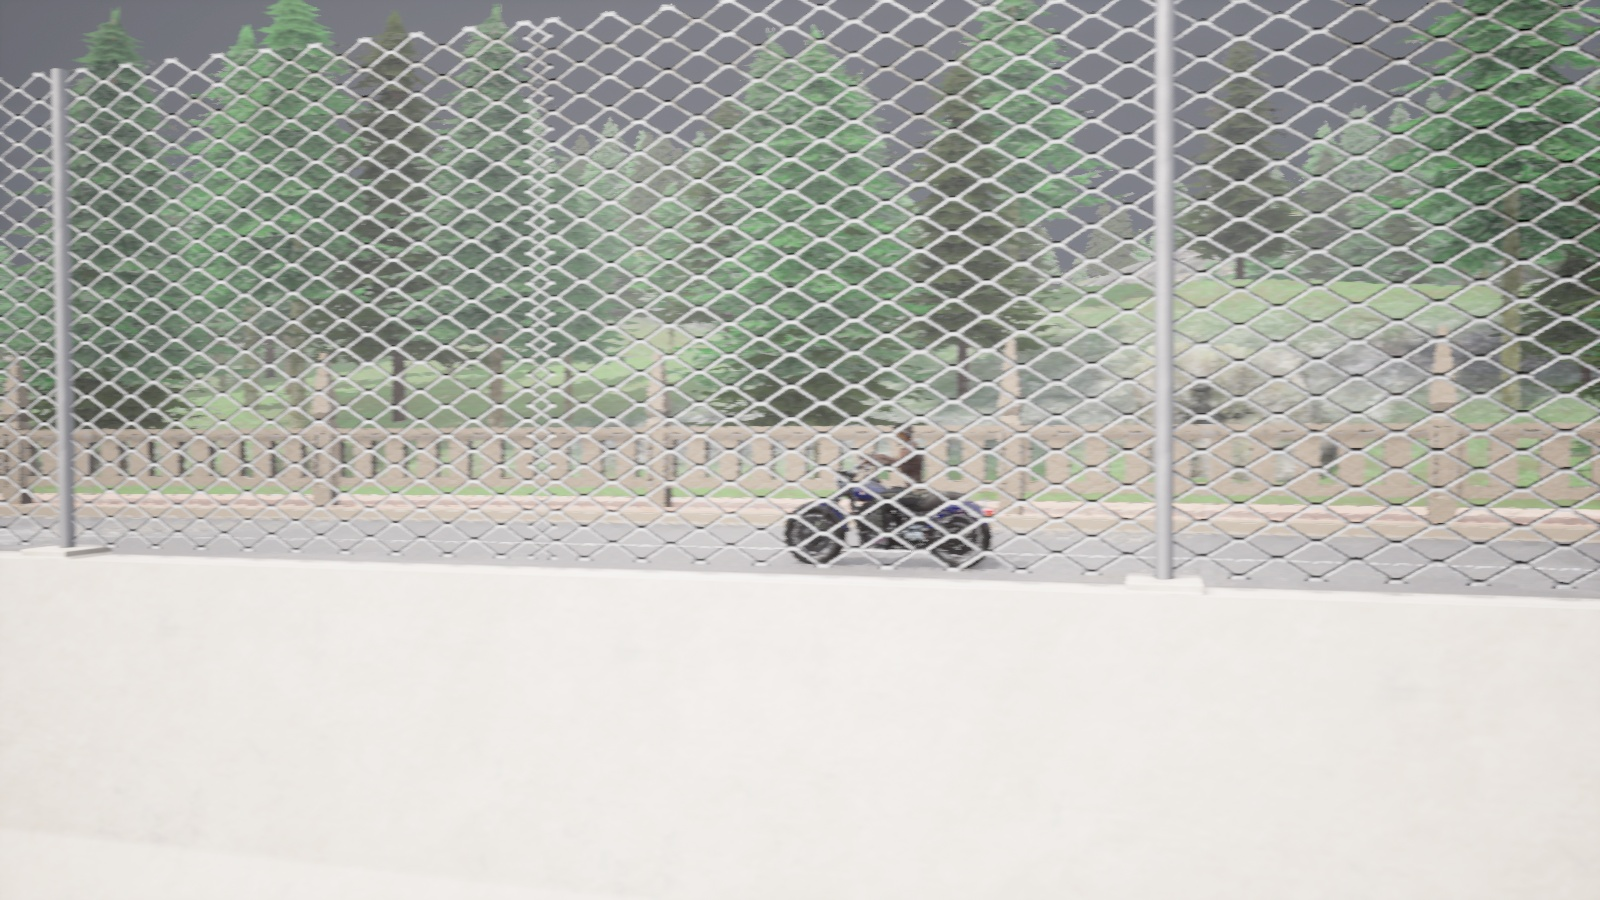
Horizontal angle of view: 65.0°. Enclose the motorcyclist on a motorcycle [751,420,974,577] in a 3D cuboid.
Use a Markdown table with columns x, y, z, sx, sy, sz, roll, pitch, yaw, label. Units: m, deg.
| x | y | z | sx | sy | sz | roll | pitch | yaw | label |
| --- | --- | --- | --- | --- | --- | --- | --- | --- | --- |
| 0.703 | 0.503 | 13.948 | 2.350 | 1.649 | 0.766 | 0 | 2 | 16 | motorcyclist on a motorcycle |
